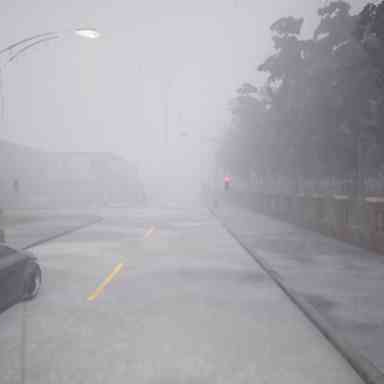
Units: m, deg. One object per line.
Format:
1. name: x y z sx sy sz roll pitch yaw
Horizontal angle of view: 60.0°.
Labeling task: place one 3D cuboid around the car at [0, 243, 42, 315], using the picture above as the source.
1. car: -4.127 1.512 5.283 1.994 1.385 4.181 0 1 0
